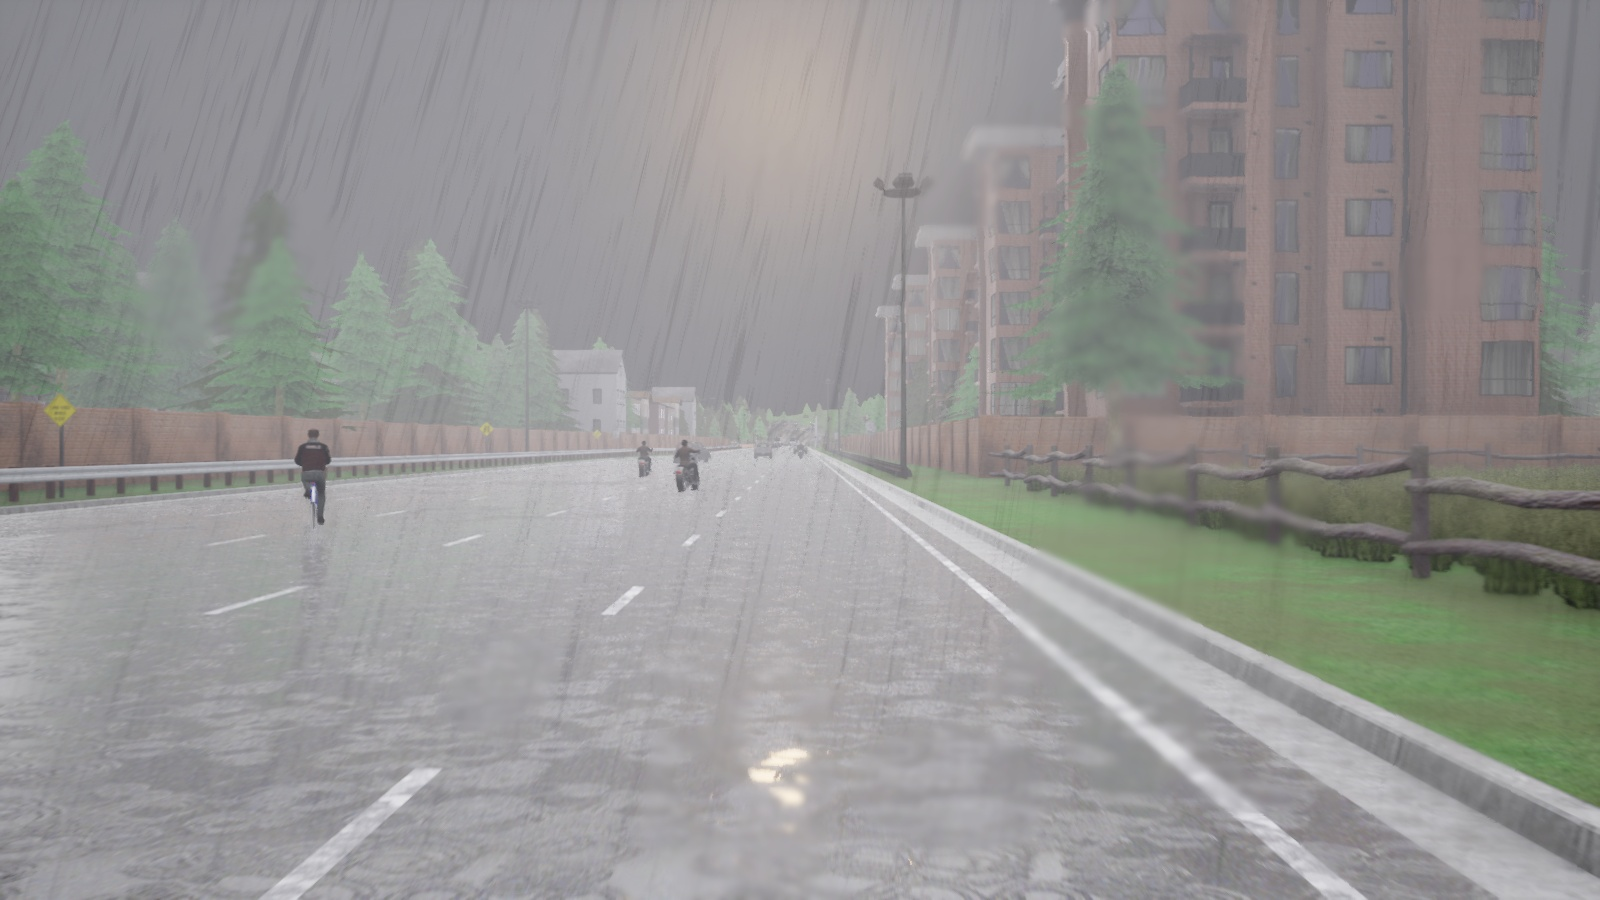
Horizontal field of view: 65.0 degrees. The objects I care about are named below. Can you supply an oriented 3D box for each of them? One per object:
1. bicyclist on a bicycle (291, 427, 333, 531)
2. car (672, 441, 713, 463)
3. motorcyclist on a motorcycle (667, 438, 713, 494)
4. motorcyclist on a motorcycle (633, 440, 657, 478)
[{"bbox_3d":[-8.699,0.484,22.382,0.659,1.776,1.843,0,0,-21],"label":"bicyclist on a bicycle"},{"bbox_3d":[-7.931,0.115,92.958,1.851,1.617,3.988,0,0,15],"label":"car"},{"bbox_3d":[-3.404,0.474,39.026,0.766,1.649,2.350,-4,-1,9],"label":"motorcyclist on a motorcycle"},{"bbox_3d":[-6.923,0.375,56.079,0.766,1.649,2.350,0,0,0],"label":"motorcyclist on a motorcycle"}]
